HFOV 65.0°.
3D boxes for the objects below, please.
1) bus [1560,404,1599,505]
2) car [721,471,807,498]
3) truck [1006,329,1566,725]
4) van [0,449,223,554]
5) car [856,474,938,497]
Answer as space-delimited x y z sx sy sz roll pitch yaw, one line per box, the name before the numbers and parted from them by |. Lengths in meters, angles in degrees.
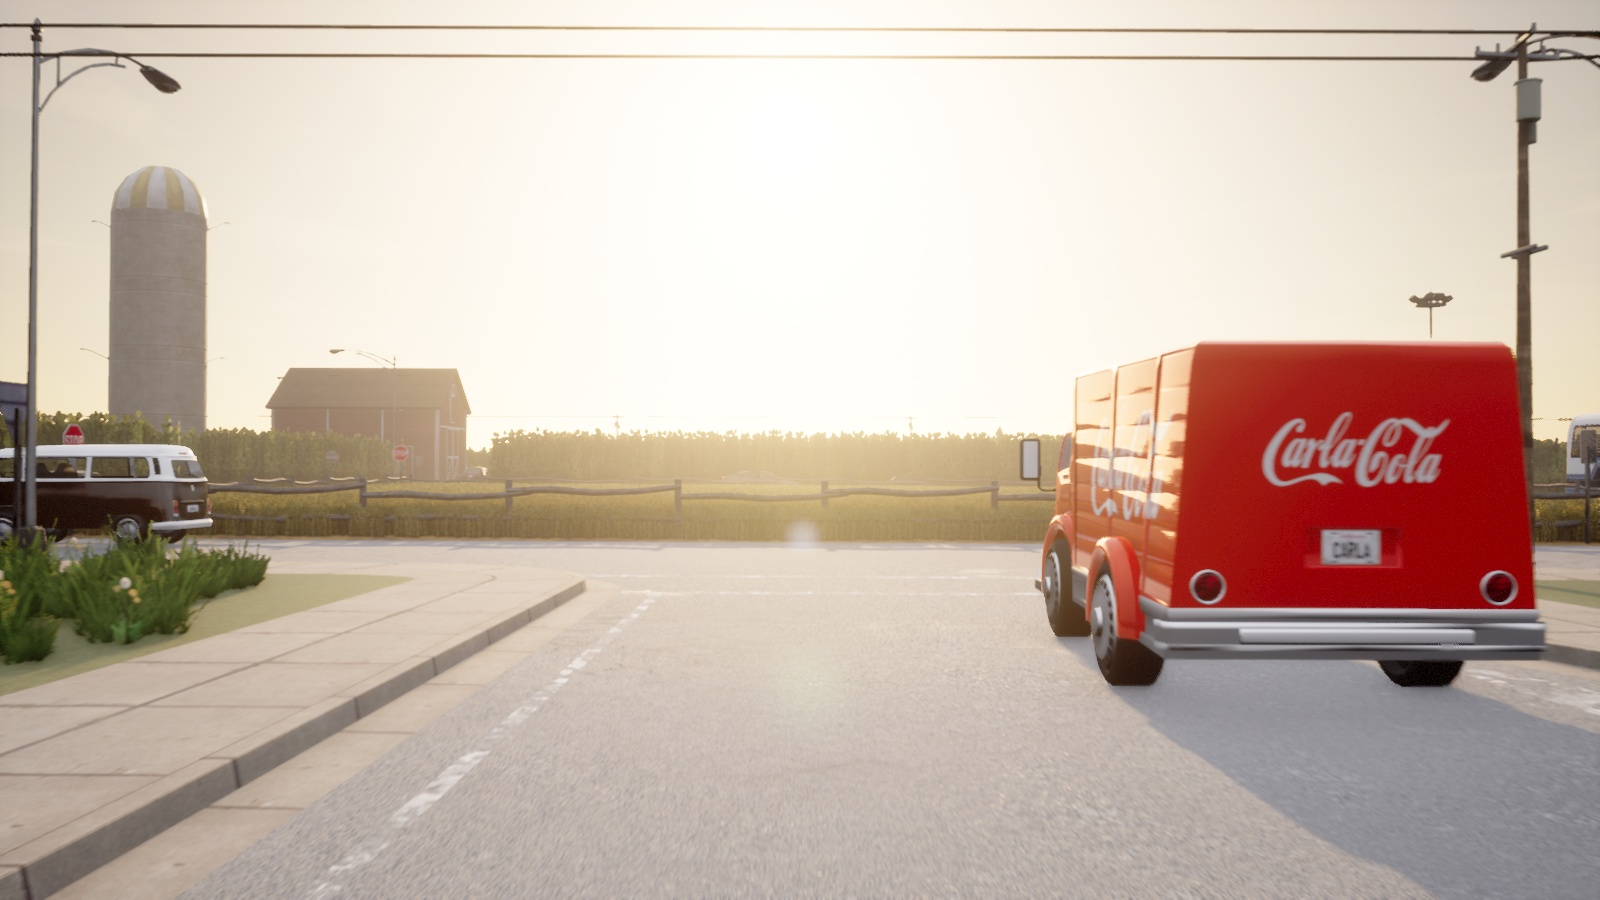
bus | 35.722 0.135 50.296 3.944 4.253 10.273 0 -1 -3
car | -2.013 1.926 71.271 4.792 1.488 2.163 0 -1 1
truck | 3.465 0.496 10.466 2.627 2.467 5.204 0 0 0
van | -14.404 1.021 25.419 4.480 2.038 2.069 0 -1 1
car | 5.725 2.091 74.222 4.718 1.301 1.895 0 -1 1
